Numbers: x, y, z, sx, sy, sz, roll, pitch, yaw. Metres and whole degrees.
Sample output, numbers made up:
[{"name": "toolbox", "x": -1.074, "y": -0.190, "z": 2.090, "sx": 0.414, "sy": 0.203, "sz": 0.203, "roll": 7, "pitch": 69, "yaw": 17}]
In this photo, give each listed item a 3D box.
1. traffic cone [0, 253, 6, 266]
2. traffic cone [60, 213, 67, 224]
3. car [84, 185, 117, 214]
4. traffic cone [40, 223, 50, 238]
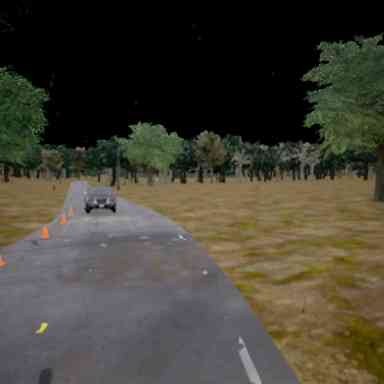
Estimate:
[{"name": "traffic cone", "x": -5.522, "y": 1.766, "z": 9.445, "sx": 0.340, "sy": 0.580, "sz": 0.340, "roll": 0, "pitch": 1, "yaw": -7}, {"name": "traffic cone", "x": -7.308, "y": 1.499, "z": 18.962, "sx": 0.340, "sy": 0.580, "sz": 0.340, "roll": -1, "pitch": 2, "yaw": -14}, {"name": "car", "x": -7.219, "y": 0.512, "z": 26.063, "sx": 2.150, "sy": 2.045, "sz": 5.566, "roll": -1, "pitch": 2, "yaw": -19}, {"name": "traffic cone", "x": -6.280, "y": 1.640, "z": 14.228, "sx": 0.340, "sy": 0.580, "sz": 0.340, "roll": -1, "pitch": 2, "yaw": -11}]
